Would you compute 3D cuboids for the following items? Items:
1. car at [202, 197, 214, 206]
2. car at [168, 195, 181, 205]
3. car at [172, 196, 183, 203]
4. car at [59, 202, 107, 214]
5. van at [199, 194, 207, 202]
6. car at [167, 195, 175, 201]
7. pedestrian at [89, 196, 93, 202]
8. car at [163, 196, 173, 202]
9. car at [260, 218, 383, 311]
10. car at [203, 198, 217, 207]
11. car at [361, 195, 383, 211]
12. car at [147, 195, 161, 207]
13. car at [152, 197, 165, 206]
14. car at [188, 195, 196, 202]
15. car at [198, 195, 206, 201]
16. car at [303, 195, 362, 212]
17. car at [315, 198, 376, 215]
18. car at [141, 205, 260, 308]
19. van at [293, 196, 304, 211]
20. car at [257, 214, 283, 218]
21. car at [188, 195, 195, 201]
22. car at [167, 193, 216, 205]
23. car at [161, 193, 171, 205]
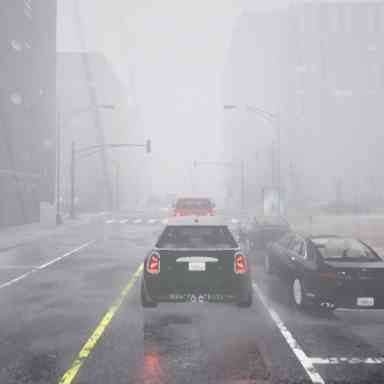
[{"bbox_3d":[2.678,1.591,56.924,1.802,1.307,4.206,1,0,0],"label":"car"},{"bbox_3d":[-3.093,1.362,60.612,2.097,1.767,4.553,0,0,0],"label":"car"},{"bbox_3d":[-3.029,1.538,70.682,2.128,1.511,4.902,0,0,0],"label":"car"},{"bbox_3d":[-11.725,1.710,35.766,4.718,1.301,1.895,0,-1,0],"label":"car"},{"bbox_3d":[2.671,1.356,79.210,1.690,1.788,3.998,1,0,0],"label":"van"},{"bbox_3d":[-5.716,1.584,90.387,1.947,1.339,4.313,1,0,0],"label":"car"},{"bbox_3d":[-12.545,1.339,41.312,0.375,1.860,0.375,0,0,0],"label":"pedestrian"},{"bbox_3d":[-5.711,1.581,79.245,1.947,1.339,4.313,1,0,0],"label":"car"},{"bbox_3d":[2.828,1.551,7.591,2.008,1.369,4.403,1,0,0],"label":"car"},{"bbox_3d":[2.680,1.574,51.353,1.947,1.339,4.313,1,0,0],"label":"car"},{"bbox_3d":[19.275,1.220,38.141,5.009,1.841,2.192,0,0,0],"label":"car"},{"bbox_3d":[-5.696,1.323,51.390,2.192,1.841,5.009,1,0,0],"label":"car"},{"bbox_3d":[-5.702,1.554,56.961,1.887,1.381,4.507,1,0,0],"label":"car"},{"bbox_3d":[-0.032,1.539,77.613,1.812,1.442,4.674,0,0,0],"label":"car"},{"bbox_3d":[2.664,1.563,90.351,1.887,1.381,4.507,1,0,0],"label":"car"},{"bbox_3d":[14.974,1.377,35.576,5.008,1.535,1.882,0,-1,2],"label":"car"},{"bbox_3d":[13.691,1.407,29.796,4.206,1.307,1.802,0,0,0],"label":"car"},{"bbox_3d":[0.097,1.353,8.087,2.097,1.767,4.553,0,0,0],"label":"car"},{"bbox_3d":[13.748,1.288,38.178,3.998,1.788,1.690,0,0,0],"label":"van"},{"bbox_3d":[2.825,1.552,13.161,2.008,1.369,4.403,1,0,0],"label":"car"},{"bbox_3d":[-0.038,1.518,90.833,1.837,1.490,4.892,0,0,0],"label":"car"},{"bbox_3d":[0.080,1.224,17.558,2.150,2.045,5.566,0,0,0],"label":"car"},{"bbox_3d":[-3.141,1.229,51.043,2.150,2.045,5.566,0,0,0],"label":"car"}]
